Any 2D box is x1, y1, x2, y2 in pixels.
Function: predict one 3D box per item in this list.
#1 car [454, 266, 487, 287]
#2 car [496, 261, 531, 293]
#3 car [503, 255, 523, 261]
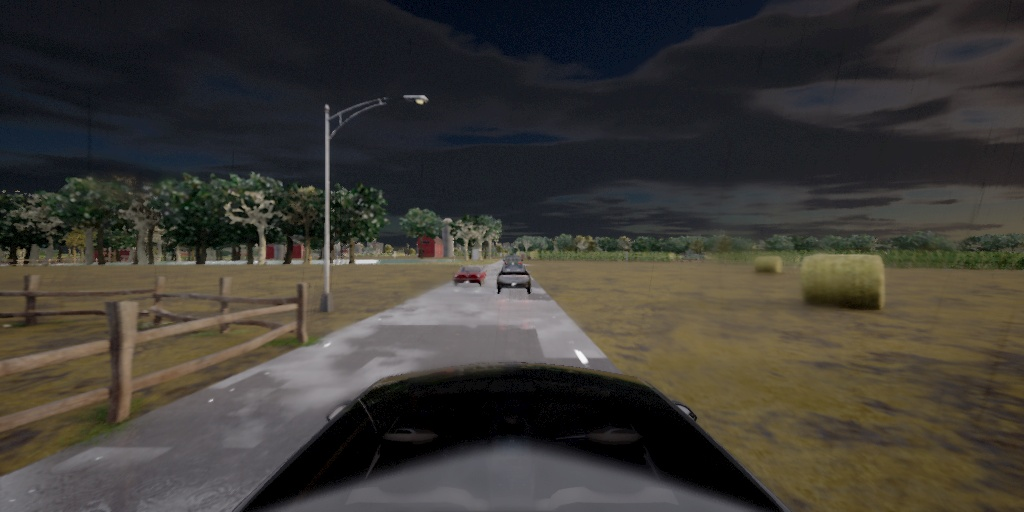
[{"bbox_3d":[-2.846,1.342,24.970,1.895,1.301,4.718,0,0,0],"label":"car"},{"bbox_3d":[0.097,1.237,20.612,2.128,1.511,4.902,0,0,0],"label":"car"},{"bbox_3d":[0.103,0.941,41.485,2.150,2.045,5.566,0,0,0],"label":"car"}]
